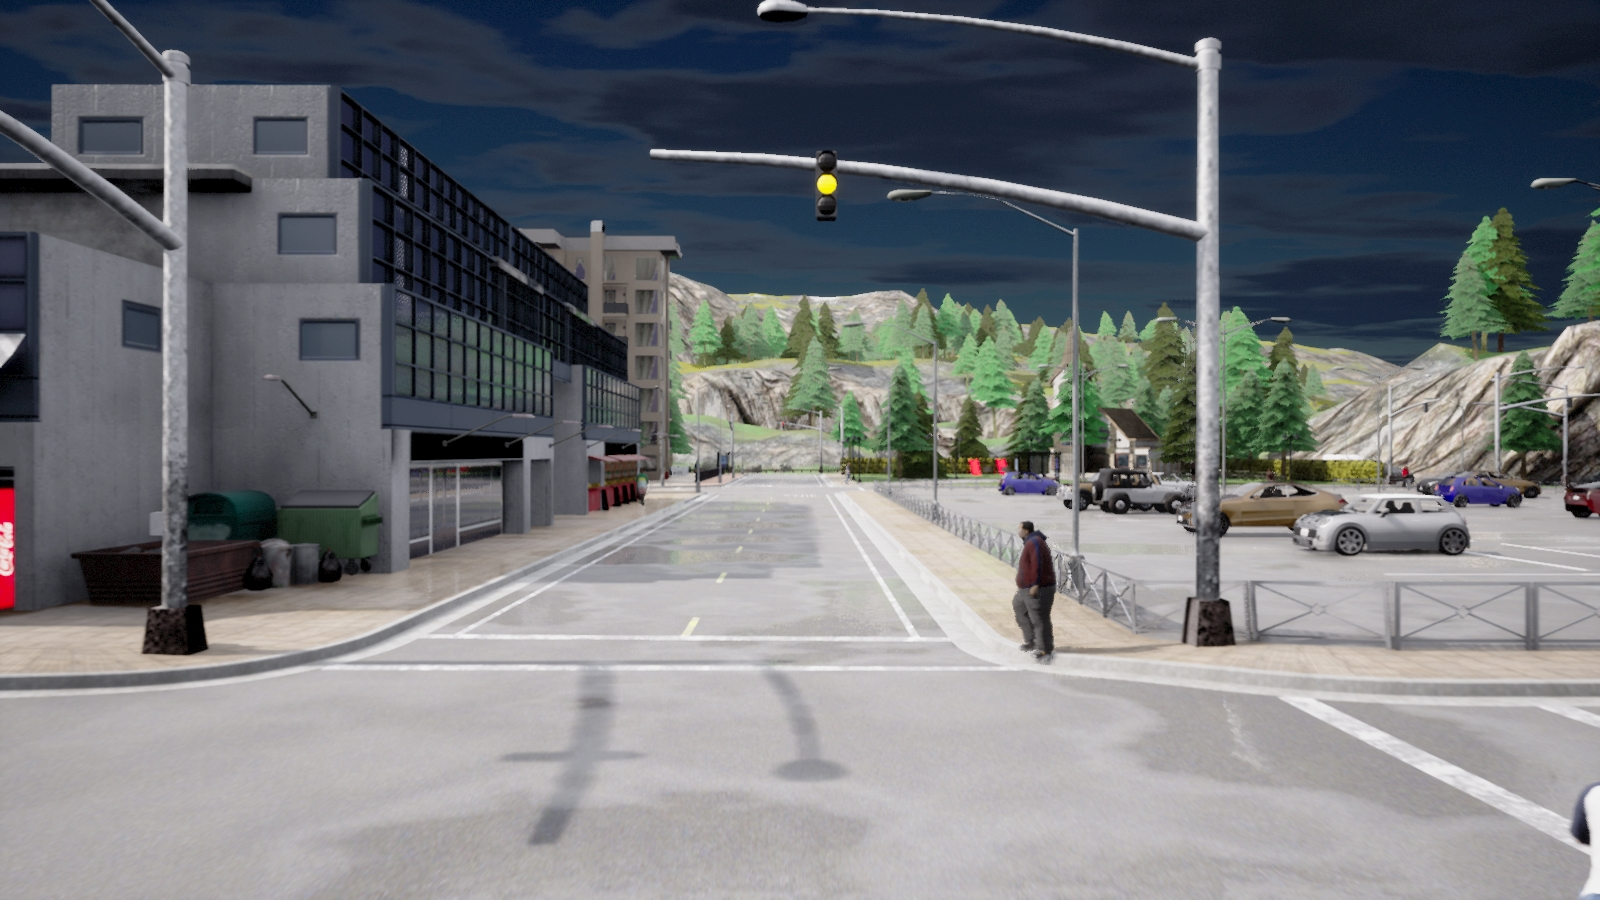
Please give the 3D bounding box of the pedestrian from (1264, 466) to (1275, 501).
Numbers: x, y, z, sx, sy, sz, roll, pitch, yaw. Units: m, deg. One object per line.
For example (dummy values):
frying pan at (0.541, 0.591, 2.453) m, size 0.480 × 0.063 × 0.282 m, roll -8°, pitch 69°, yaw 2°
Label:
pedestrian at (24.894, 1.769, 60.566) m, size 0.375 × 1.860 × 0.375 m, roll 0°, pitch 0°, yaw -7°

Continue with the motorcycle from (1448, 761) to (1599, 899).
motorcycle at (3.415, 2.056, 4.558) m, size 2.033 × 1.145 × 0.803 m, roll -1°, pitch 0°, yaw -41°

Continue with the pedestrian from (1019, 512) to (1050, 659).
pedestrian at (3.053, 1.752, 14.859) m, size 0.375 × 1.860 × 0.375 m, roll 0°, pitch 0°, yaw 16°

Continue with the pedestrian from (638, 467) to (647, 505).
pedestrian at (-7.708, 1.767, 55.978) m, size 0.375 × 1.860 × 0.375 m, roll 0°, pitch 0°, yaw -2°
